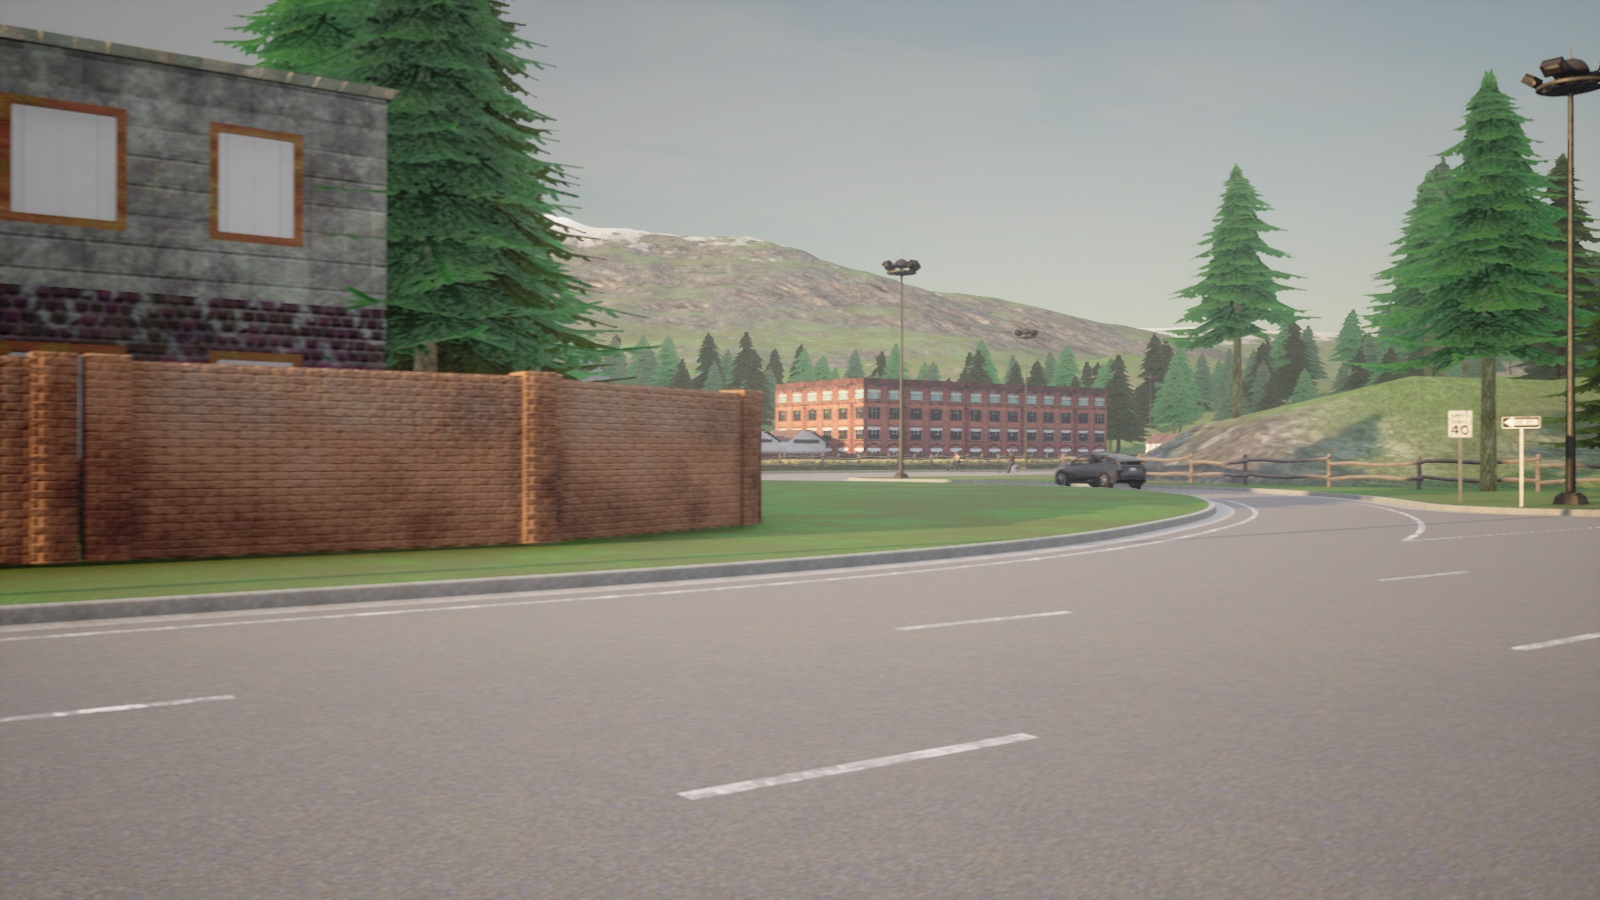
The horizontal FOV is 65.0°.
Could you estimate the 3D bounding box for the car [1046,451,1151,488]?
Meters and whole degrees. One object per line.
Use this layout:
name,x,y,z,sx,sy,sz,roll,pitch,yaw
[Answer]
car,12.713,0.796,53.722,2.007,1.525,4.514,0,0,-25
